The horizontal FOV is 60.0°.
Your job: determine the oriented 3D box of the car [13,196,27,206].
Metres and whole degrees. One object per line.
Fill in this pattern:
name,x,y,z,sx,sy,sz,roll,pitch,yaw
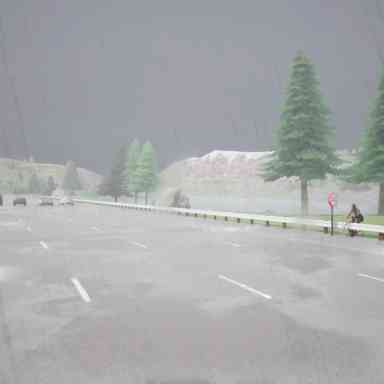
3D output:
car,-29.313,1.492,56.578,2.128,1.511,4.902,0,0,-31

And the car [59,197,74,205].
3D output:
car,-21.620,1.526,57.325,1.812,1.442,4.674,0,0,-30

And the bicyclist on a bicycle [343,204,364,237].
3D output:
bicyclist on a bicycle,8.116,1.435,16.594,1.656,1.620,0.582,6,-3,-30

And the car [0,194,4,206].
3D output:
car,-31.963,1.221,54.187,2.150,2.045,5.566,0,0,-31

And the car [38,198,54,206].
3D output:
car,-23.995,1.601,54.471,1.895,1.301,4.718,0,0,-31
